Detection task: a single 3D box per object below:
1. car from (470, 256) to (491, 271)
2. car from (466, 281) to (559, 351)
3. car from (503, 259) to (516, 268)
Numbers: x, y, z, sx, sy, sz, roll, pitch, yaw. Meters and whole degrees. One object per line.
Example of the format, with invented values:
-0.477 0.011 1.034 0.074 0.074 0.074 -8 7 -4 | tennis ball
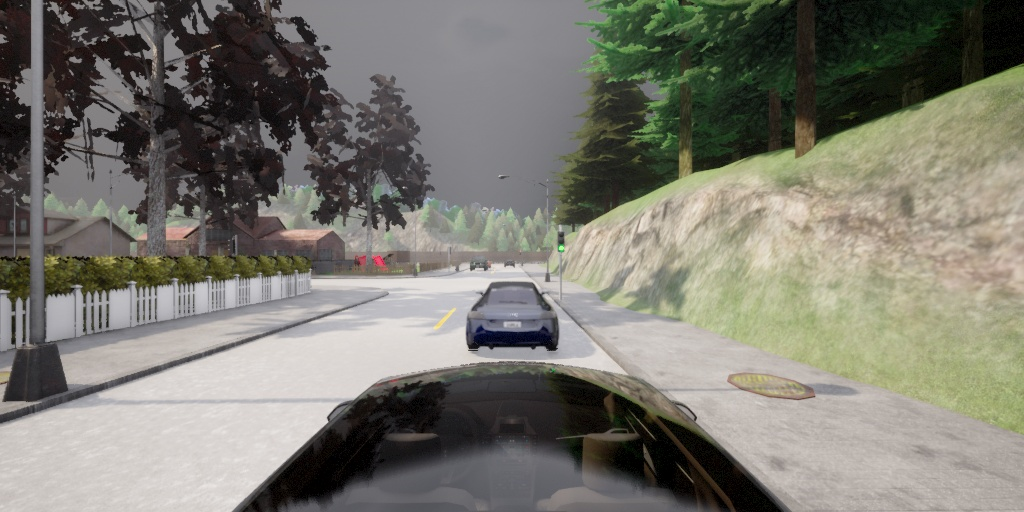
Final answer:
-4.507 0.972 49.463 2.150 2.045 5.566 0 0 0 | car
0.006 1.314 9.041 1.994 1.385 4.181 0 0 0 | car
-0.425 1.254 62.977 1.837 1.490 4.892 0 0 0 | car
